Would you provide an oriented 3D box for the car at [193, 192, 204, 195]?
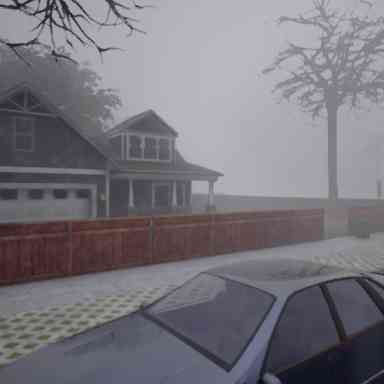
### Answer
[{"bbox_3d":[0.984,0.838,54.131,1.837,1.490,4.892,0,1,-35],"label":"car"}]

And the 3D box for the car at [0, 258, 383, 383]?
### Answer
[{"bbox_3d":[0.831,1.545,3.665,5.357,1.411,2.033,0,0,-36],"label":"car"}]

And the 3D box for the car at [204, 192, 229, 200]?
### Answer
[{"bbox_3d":[4.186,0.847,44.827,2.097,1.767,4.553,0,1,-36],"label":"car"}]
